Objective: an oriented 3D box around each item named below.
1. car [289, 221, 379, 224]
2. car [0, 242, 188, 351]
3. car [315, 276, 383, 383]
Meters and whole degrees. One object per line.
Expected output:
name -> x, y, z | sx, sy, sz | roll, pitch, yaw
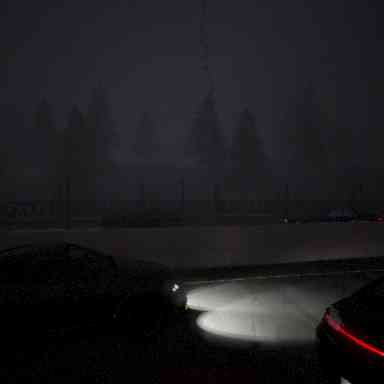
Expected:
car -> 8.058, 1.547, 18.980 | 5.357, 1.411, 2.033 | 0, 0, -9
car -> -2.189, 1.563, 5.491 | 4.181, 1.385, 1.994 | 0, 0, -18
car -> 3.747, 1.504, 3.541 | 4.892, 1.490, 1.837 | 0, 0, -15
